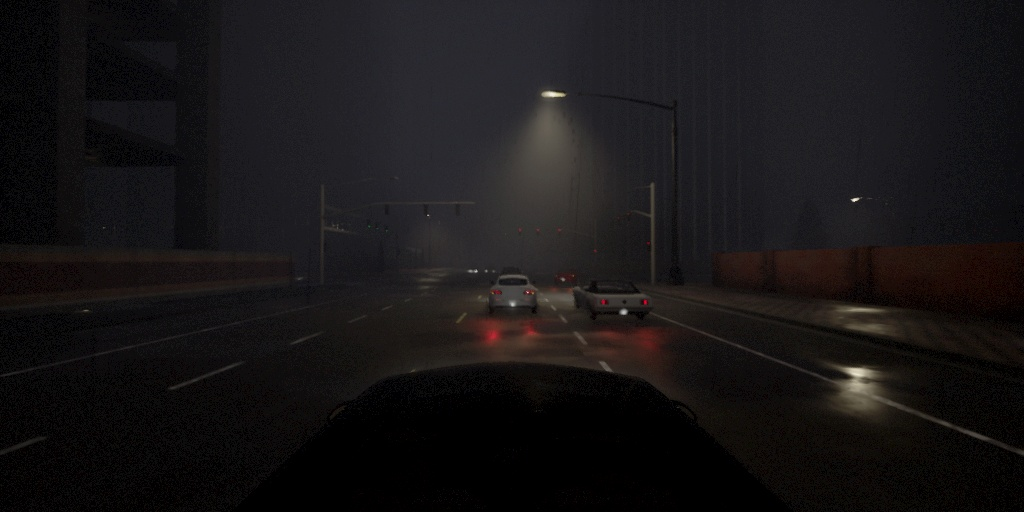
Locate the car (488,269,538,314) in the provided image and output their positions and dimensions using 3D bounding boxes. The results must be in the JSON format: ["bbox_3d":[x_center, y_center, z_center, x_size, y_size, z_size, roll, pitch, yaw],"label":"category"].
[{"bbox_3d":[0.047,1.458,14.773,1.812,1.442,4.674,0,-1,0],"label":"car"}]

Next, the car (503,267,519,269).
[{"bbox_3d":[-0.093,1.640,29.183,1.837,1.490,4.892,0,0,-1],"label":"car"}]

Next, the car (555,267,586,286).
[{"bbox_3d":[4.962,1.665,29.554,1.812,1.442,4.674,-1,-1,27],"label":"car"}]

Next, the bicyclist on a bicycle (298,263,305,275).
[{"bbox_3d":[-28.405,1.704,48.405,0.582,1.620,1.656,0,-1,-1],"label":"bicyclist on a bicycle"}]

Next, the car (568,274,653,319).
[{"bbox_3d":[3.538,1.516,13.527,1.895,1.301,4.718,0,-1,0],"label":"car"}]
